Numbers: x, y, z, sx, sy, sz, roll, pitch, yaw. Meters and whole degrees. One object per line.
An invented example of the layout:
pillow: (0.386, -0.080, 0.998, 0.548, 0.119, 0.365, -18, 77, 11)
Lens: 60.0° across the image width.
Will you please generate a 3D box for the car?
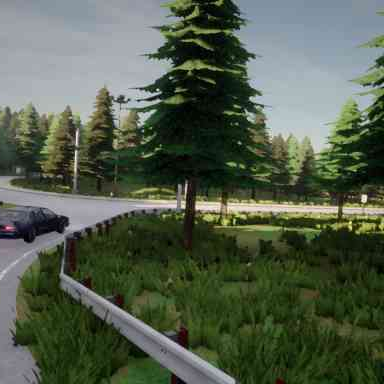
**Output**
car: (-7.589, 1.371, 15.525, 2.033, 1.411, 5.357, 4, 1, 3)
